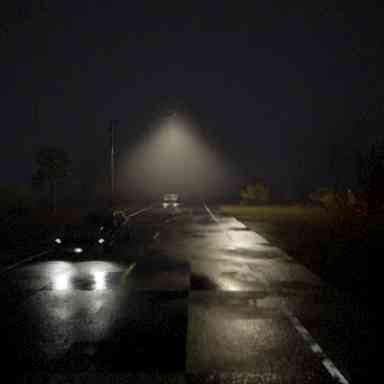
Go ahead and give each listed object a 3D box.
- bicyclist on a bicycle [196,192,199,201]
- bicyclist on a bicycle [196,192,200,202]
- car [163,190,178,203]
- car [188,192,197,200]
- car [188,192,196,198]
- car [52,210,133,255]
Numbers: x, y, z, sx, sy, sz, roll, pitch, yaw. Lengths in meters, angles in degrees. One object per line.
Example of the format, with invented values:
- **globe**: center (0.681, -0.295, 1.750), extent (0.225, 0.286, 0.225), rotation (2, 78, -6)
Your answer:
- **bicyclist on a bicycle**: center (1.010, 0.838, 62.510), extent (0.659, 1.776, 1.843), rotation (0, 1, 0)
- **bicyclist on a bicycle**: center (1.002, 0.999, 54.282), extent (0.582, 1.620, 1.656), rotation (0, 0, 0)
- **car**: center (-3.514, 0.752, 55.790), extent (2.150, 2.045, 5.566), rotation (0, 1, 1)
- **car**: center (0.053, 0.929, 71.781), extent (1.994, 1.385, 4.181), rotation (0, 1, 0)
- **car**: center (0.059, 0.697, 81.138), extent (1.994, 1.385, 4.181), rotation (0, 1, 0)
- **car**: center (-3.591, 1.445, 13.179), extent (2.033, 1.411, 5.357), rotation (0, 0, 0)
